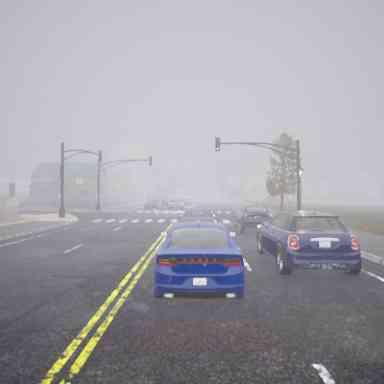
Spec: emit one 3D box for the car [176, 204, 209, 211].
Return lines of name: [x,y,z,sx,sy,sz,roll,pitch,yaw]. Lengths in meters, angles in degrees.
car: [0.311,1.588,18.384,2.033,1.411,5.357,0,0,1]

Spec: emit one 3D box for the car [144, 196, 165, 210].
car: [-5.379,1.642,46.228,1.837,1.490,4.892,0,0,3]

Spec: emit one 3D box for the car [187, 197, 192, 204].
car: [-1.547,1.736,56.301,1.994,1.385,4.181,0,0,3]

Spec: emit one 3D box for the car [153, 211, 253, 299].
car: [0.162,1.495,8.570,1.882,1.535,5.008,0,0,0]

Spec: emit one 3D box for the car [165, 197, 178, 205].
car: [-4.057,1.699,66.519,1.882,1.535,5.008,0,0,5]

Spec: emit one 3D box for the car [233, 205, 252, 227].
car: [3.601,1.548,19.819,1.837,1.490,4.892,0,0,1]

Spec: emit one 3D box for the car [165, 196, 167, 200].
car: [-4.811,1.527,56.069,2.097,1.767,4.553,0,0,3]

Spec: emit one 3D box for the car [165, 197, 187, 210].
car: [-2.122,1.735,46.330,1.895,1.301,4.718,0,0,3]

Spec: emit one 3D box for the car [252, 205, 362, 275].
car: [3.442,1.373,10.666,2.097,1.767,4.553,0,0,1]
